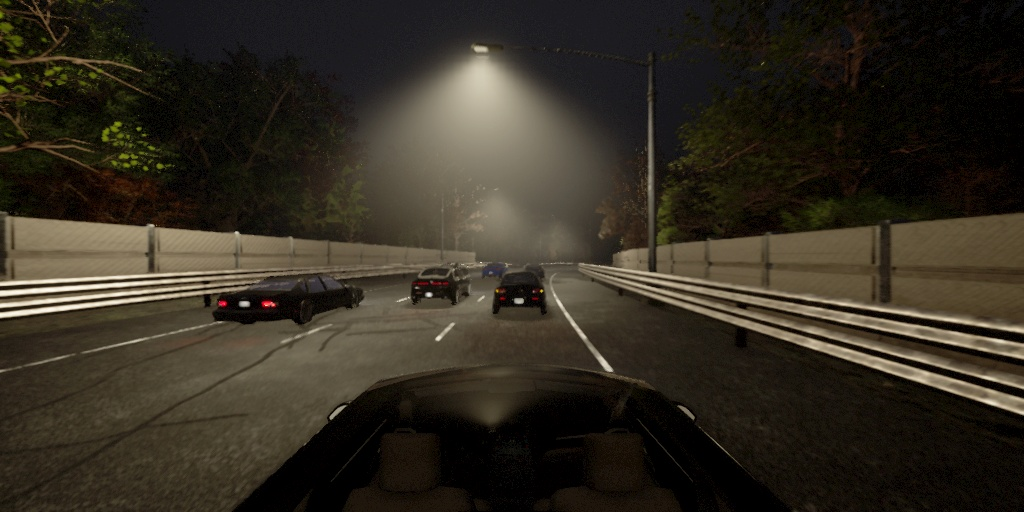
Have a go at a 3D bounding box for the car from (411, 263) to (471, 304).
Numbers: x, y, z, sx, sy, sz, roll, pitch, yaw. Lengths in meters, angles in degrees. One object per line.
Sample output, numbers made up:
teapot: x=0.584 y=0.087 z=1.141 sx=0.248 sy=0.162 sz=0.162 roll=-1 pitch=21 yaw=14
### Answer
car: x=-3.054 y=1.240 z=16.136 sx=1.837 sy=1.490 sz=4.892 roll=0 pitch=0 yaw=3

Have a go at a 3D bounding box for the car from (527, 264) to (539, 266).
car: x=1.986 y=1.419 z=33.100 sx=1.994 sy=1.385 sz=4.181 roll=0 pitch=-1 yaw=7

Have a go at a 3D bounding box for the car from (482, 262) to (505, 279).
car: x=-1.495 y=1.334 z=33.536 sx=1.882 sy=1.535 sz=5.008 roll=0 pitch=-1 yaw=7

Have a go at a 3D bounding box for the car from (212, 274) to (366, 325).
car: x=-6.781 y=1.279 z=11.712 sx=2.033 sy=1.411 sz=5.357 roll=0 pitch=0 yaw=2

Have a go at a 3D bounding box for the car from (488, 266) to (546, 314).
car: x=0.322 y=1.256 z=13.643 sx=1.812 sy=1.442 sz=4.674 roll=0 pitch=0 yaw=2

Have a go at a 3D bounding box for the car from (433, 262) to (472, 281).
car: x=-5.189 y=1.325 z=32.098 sx=2.128 sy=1.511 sz=4.902 roll=0 pitch=-1 yaw=6
